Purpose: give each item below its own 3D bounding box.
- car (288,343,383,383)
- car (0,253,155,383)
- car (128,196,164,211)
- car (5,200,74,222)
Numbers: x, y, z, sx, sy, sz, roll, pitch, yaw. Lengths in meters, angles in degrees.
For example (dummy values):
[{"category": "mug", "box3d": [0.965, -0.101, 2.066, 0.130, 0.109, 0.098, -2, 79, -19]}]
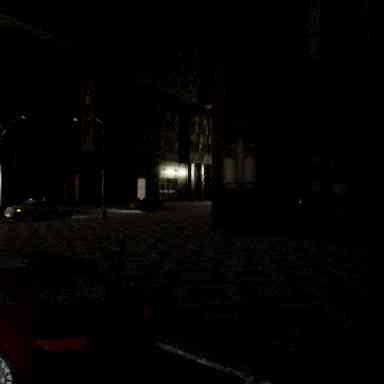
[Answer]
[{"category": "car", "box3d": [2.237, 1.451, 1.367, 4.097, 1.590, 1.967, 1, 0, 35]}, {"category": "car", "box3d": [-2.387, 1.541, 4.665, 4.206, 1.307, 1.802, 1, 0, 35]}, {"category": "car", "box3d": [-5.026, 1.233, 36.932, 1.812, 1.442, 4.674, 1, 1, 35]}, {"category": "car", "box3d": [-10.660, 1.301, 23.607, 1.812, 1.442, 4.674, 1, 1, 35]}]
